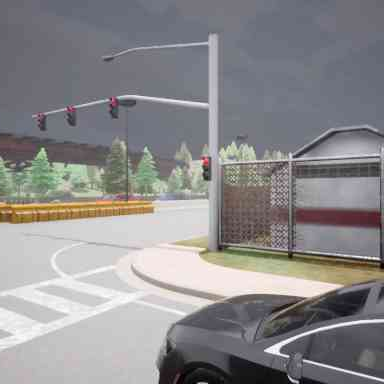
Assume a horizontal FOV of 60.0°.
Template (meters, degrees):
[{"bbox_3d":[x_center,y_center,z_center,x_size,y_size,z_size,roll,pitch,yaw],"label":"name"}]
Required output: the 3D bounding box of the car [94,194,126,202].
[{"bbox_3d":[-8.743,1.221,37.910,2.150,2.045,5.566,0,0,34],"label":"car"}]

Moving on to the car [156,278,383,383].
[{"bbox_3d":[1.873,1.505,2.671,4.892,1.490,1.837,0,0,36],"label":"car"}]

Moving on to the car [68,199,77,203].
[{"bbox_3d":[-14.903,1.601,34.978,1.895,1.301,4.718,0,0,34],"label":"car"}]

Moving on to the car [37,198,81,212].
[{"bbox_3d":[-15.841,1.526,39.857,1.812,1.442,4.674,0,0,34],"label":"car"}]

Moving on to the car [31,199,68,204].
[{"bbox_3d":[-13.879,1.564,30.200,1.994,1.385,4.181,0,0,33],"label":"car"}]

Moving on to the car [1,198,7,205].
[{"bbox_3d":[-20.676,1.352,32.635,2.097,1.767,4.553,0,0,34],"label":"car"}]
